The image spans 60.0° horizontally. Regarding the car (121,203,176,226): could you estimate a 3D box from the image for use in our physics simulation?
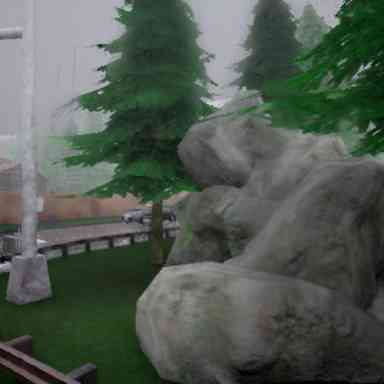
[{"bbox_3d":[-2.895,1.516,23.900,2.128,1.511,4.902,0,0,36],"label":"car"}]
